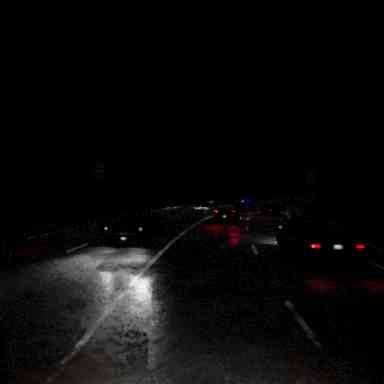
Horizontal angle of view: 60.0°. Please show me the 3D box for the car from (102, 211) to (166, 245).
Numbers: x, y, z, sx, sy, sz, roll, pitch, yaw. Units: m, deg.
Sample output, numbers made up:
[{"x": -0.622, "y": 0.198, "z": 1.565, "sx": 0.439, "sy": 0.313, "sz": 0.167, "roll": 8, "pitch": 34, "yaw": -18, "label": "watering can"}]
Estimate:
[{"x": -2.560, "y": 1.589, "z": 15.753, "sx": 1.895, "sy": 1.301, "sz": 4.718, "roll": 0, "pitch": 0, "yaw": 7, "label": "car"}]

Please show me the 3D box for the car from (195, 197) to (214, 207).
[{"x": 2.206, "y": 1.526, "z": 51.140, "sx": 2.033, "sy": 1.411, "sz": 5.357, "roll": 0, "pitch": 0, "yaw": 20, "label": "car"}]

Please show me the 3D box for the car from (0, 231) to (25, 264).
[{"x": -6.684, "y": 1.582, "z": 8.988, "sx": 1.895, "sy": 1.301, "sz": 4.718, "roll": 0, "pitch": 0, "yaw": 4, "label": "car"}]

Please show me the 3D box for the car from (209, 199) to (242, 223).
[{"x": 2.683, "y": 1.524, "z": 25.610, "sx": 1.812, "sy": 1.442, "sz": 4.674, "roll": 0, "pitch": 0, "yaw": 10, "label": "car"}]

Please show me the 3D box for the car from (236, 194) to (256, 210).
[{"x": 6.869, "y": 1.225, "z": 42.463, "sx": 2.150, "sy": 2.045, "sz": 5.566, "roll": 0, "pitch": 0, "yaw": 17, "label": "car"}]

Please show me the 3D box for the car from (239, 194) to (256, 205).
[{"x": 10.414, "y": 1.353, "z": 62.020, "sx": 2.097, "sy": 1.767, "sz": 4.553, "roll": 0, "pitch": 0, "yaw": 24, "label": "car"}]

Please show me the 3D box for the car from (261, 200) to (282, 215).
[{"x": 7.898, "y": 1.490, "z": 33.162, "sx": 1.882, "sy": 1.535, "sz": 5.008, "roll": 0, "pitch": 0, "yaw": 14, "label": "car"}]

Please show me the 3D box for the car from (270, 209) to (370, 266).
[{"x": 4.218, "y": 1.554, "z": 11.567, "sx": 2.033, "sy": 1.411, "sz": 5.357, "roll": 0, "pitch": 0, "yaw": 5, "label": "car"}]
